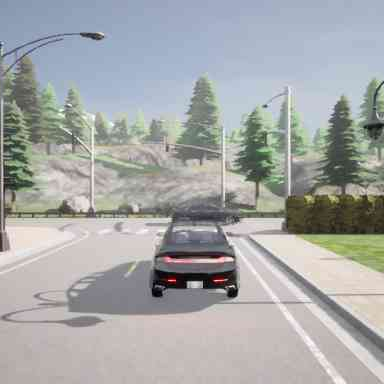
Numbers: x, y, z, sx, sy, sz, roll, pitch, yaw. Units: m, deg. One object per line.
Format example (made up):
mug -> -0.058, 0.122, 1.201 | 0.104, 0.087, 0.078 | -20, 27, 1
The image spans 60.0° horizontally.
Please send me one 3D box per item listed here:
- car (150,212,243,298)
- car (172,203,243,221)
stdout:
car -> 0.073, 1.491, 8.534 | 2.128, 1.511, 4.902 | 0, 0, 0
car -> 1.021, 1.514, 22.717 | 4.892, 1.490, 1.837 | 0, 0, 0
